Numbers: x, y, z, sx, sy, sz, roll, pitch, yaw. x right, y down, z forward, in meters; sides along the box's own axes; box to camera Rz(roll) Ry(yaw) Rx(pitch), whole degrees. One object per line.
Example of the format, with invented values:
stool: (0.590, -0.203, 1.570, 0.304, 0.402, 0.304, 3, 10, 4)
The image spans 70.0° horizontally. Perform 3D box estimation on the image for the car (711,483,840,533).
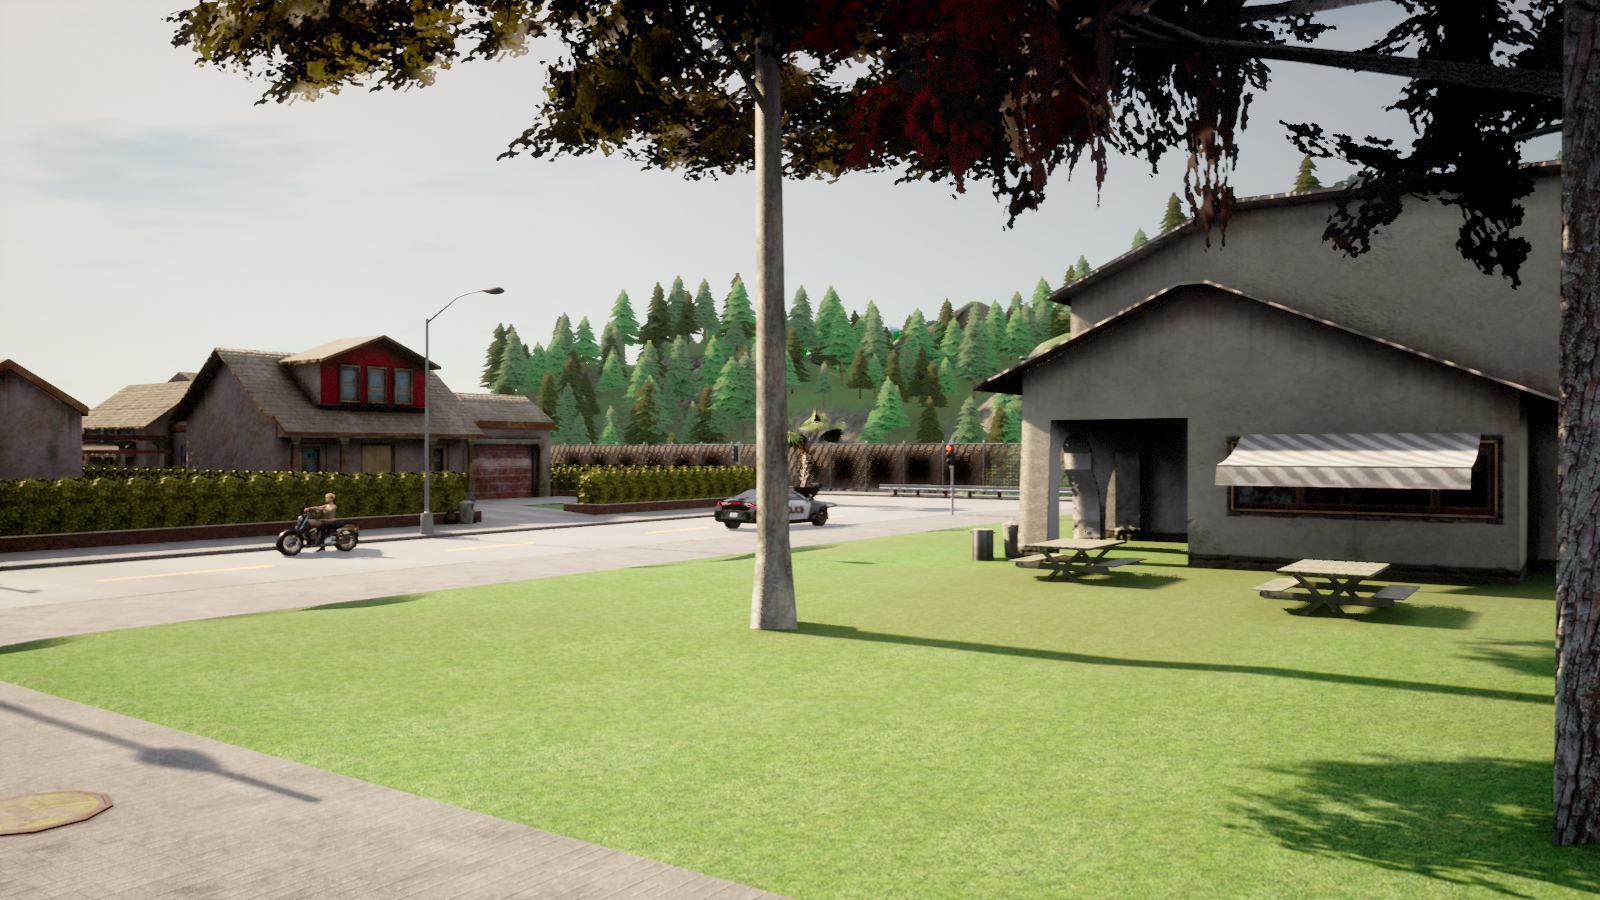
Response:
car: (-0.826, 2.043, 41.417, 2.038, 1.542, 4.974, 0, 0, 37)

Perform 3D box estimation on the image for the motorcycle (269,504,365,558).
motorcycle: (-13.028, 2.161, 30.900, 0.764, 1.307, 2.356, 0, 0, 35)
